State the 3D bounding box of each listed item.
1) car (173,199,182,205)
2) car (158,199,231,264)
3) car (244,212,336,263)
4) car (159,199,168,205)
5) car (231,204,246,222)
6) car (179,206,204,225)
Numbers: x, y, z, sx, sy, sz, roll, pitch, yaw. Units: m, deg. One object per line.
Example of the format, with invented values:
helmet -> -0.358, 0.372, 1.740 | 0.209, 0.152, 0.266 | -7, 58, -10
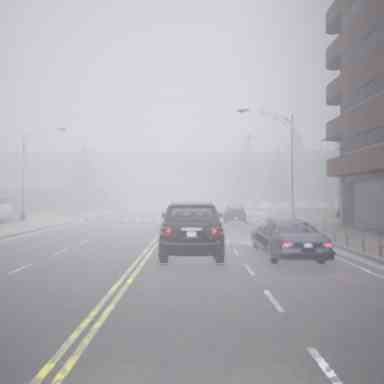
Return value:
car -> -3.601, 2.411, 83.541 | 2.128, 1.511, 4.902 | 0, -1, 0
car -> -0.006, 1.359, 12.541 | 2.150, 2.045, 5.566 | 0, 0, 0
car -> 3.494, 1.682, 12.504 | 2.033, 1.411, 5.357 | 0, -1, 0
car -> -7.100, 2.431, 82.899 | 1.994, 1.385, 4.181 | 0, -1, 0
car -> 3.579, 1.811, 28.482 | 1.837, 1.490, 4.892 | 0, 0, 3
car -> -0.125, 1.902, 28.226 | 1.895, 1.301, 4.718 | 0, -1, -2
